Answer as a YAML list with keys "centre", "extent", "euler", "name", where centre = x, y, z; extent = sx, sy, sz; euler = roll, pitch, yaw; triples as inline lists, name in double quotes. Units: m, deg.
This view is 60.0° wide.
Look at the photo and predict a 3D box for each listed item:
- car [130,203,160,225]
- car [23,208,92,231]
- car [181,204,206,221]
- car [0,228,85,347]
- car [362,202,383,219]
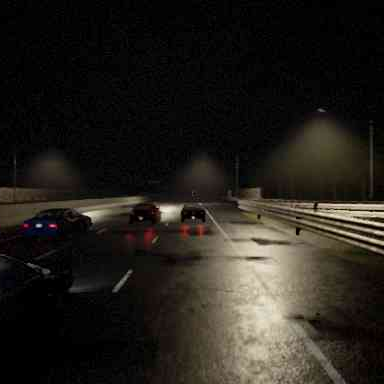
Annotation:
- centre: [-3.402, 1.554, 24.512]
  extent: [1.812, 1.442, 4.674]
  euler: [0, 0, 0]
  name: "car"
- centre: [-6.902, 1.562, 17.497]
  extent: [2.033, 1.411, 5.357]
  euler: [0, 0, 0]
  name: "car"
- centre: [0.097, 1.636, 27.266]
  extent: [1.895, 1.301, 4.718]
  euler: [0, 0, 0]
  name: "car"
- centre: [-3.401, 1.549, 4.586]
  extent: [2.033, 1.411, 5.357]
  euler: [0, 0, 0]
  name: "car"
- centre: [16.836, 1.599, 28.396]
  extent: [1.837, 1.490, 4.892]
  euler: [1, -2, -21]
  name: "car"
